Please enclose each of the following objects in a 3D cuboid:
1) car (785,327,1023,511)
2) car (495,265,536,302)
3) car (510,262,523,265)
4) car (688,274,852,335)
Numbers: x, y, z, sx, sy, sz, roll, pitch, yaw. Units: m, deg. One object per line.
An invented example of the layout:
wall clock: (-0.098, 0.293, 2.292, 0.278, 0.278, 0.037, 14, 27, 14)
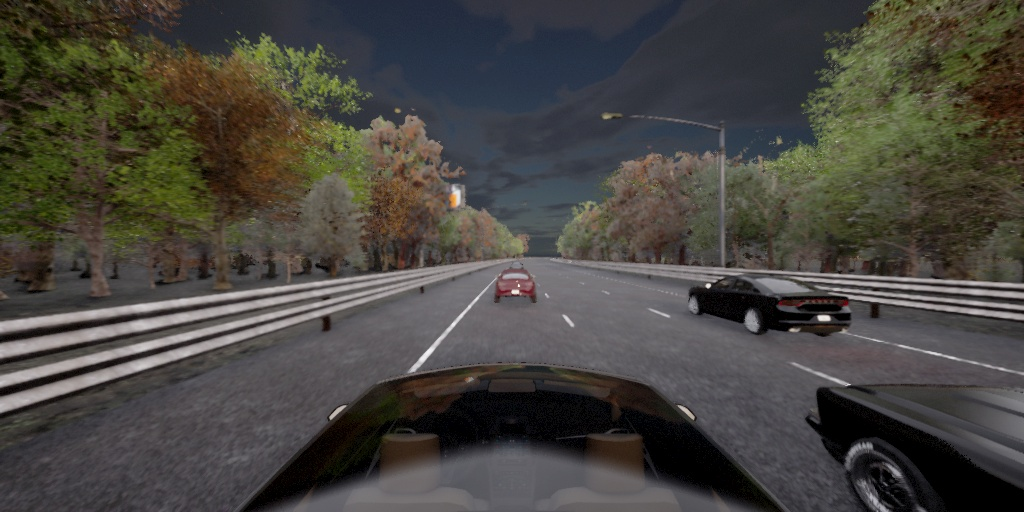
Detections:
car: (3.592, 1.351, 1.078, 1.895, 1.301, 4.718, 0, 0, 0)
car: (0.162, 1.334, 17.239, 1.812, 1.442, 4.674, 0, 0, 0)
car: (0.666, 1.494, 50.120, 1.994, 1.385, 4.181, 0, 0, 1)
car: (7.116, 1.267, 10.635, 1.882, 1.535, 5.008, 0, 0, 0)
